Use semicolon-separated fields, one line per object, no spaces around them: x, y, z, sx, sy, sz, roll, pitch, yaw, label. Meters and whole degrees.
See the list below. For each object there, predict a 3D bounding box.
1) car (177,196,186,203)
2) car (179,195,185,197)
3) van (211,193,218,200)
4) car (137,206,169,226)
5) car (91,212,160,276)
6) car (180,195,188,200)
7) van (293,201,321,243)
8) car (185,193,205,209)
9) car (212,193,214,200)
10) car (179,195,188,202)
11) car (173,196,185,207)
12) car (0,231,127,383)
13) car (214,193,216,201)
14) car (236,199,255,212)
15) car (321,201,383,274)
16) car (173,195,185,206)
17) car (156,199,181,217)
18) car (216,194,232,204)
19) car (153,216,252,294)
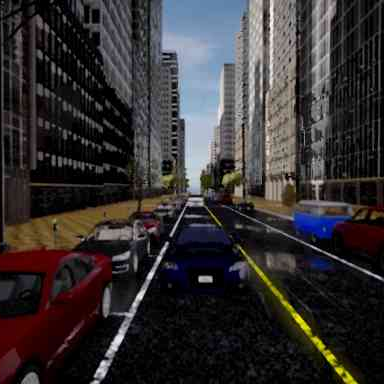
-2.098;1.473;66.819;1.752;1.417;4.829;-1;0;0;car
-2.159;1.543;49.938;1.802;1.307;4.206;-1;0;0;car
6.384;1.262;95.376;1.690;1.788;3.998;-1;0;0;van
-2.283;1.570;15.836;1.802;1.307;4.206;-1;0;0;car
-2.304;1.543;10.153;2.008;1.369;4.403;-1;0;0;car
-2.015;1.477;89.723;2.008;1.369;4.403;-1;0;0;car
6.096;1.329;15.806;1.690;1.788;3.998;-1;0;0;van
0.522;1.186;45.410;2.150;2.045;5.566;0;0;0;car
6.323;1.377;78.326;1.967;1.590;4.097;-1;0;0;car
-2.057;1.503;78.356;1.947;1.339;4.313;-1;0;0;car
-2.200;1.521;38.570;2.008;1.369;4.403;-1;0;0;car
-2.324;1.541;4.469;1.887;1.381;4.507;-1;0;0;car
6.281;1.262;66.959;2.192;1.841;5.009;-1;0;0;car
6.180;1.521;38.540;2.008;1.369;4.403;-1;0;0;car
6.075;1.307;10.122;2.192;1.841;5.009;-1;0;0;car
-2.140;1.397;55.621;1.967;1.590;4.097;-1;0;0;car
-2.242;1.530;27.204;2.008;1.369;4.403;-1;0;0;car
6.260;1.267;61.275;2.192;1.841;5.009;-1;0;0;car
0.294;1.557;8.636;1.994;1.385;4.181;0;0;1;car
